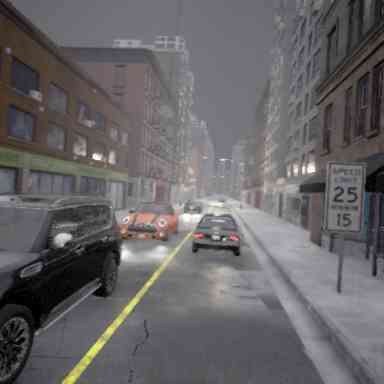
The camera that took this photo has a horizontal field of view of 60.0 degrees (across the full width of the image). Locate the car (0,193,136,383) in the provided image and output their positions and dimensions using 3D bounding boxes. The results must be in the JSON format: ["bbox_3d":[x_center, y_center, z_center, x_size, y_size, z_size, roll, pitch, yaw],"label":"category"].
[{"bbox_3d":[-2.806,1.064,5.444,2.150,2.045,5.566,3,0,5],"label":"car"}]

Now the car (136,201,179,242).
[{"bbox_3d":[-1.854,1.269,15.970,2.097,1.767,4.553,3,0,5],"label":"car"}]

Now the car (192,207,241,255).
[{"bbox_3d":[1.054,1.628,13.926,2.033,1.411,5.357,3,0,5],"label":"car"}]

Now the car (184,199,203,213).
[{"bbox_3d":[0.205,1.581,37.805,2.128,1.511,4.902,3,0,6],"label":"car"}]

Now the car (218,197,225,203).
[{"bbox_3d":[7.661,2.236,86.726,1.895,1.301,4.718,3,0,5],"label":"car"}]
